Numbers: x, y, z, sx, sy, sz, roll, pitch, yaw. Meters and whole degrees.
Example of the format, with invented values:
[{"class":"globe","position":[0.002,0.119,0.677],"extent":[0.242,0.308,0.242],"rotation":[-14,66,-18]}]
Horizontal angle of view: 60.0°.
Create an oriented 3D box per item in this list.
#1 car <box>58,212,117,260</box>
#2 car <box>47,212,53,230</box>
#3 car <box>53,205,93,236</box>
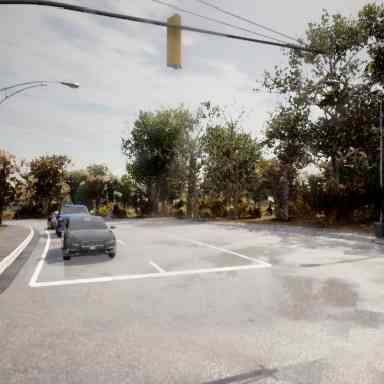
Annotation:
[{"class":"car","position":[-4.334,1.743,13.613],"extent":[1.837,1.490,4.892],"rotation":[0,-2,-23]},{"class":"car","position":[-12.582,2.631,31.897],"extent":[2.097,1.767,4.553],"rotation":[0,-4,-29]},{"class":"car","position":[-8.125,1.887,22.786],"extent":[2.150,2.045,5.566],"rotation":[0,-3,-24]}]
